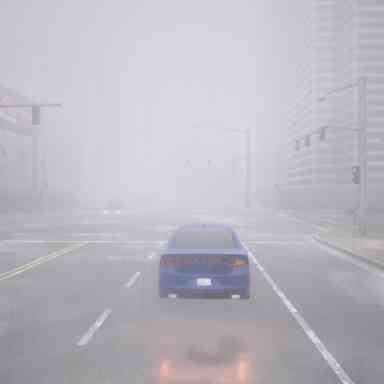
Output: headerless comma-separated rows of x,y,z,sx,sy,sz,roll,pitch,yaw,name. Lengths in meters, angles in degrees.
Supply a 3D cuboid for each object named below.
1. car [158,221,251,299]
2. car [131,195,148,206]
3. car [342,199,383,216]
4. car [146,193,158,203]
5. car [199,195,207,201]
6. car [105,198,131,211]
0.313,1.478,8.497,1.882,1.535,5.008,0,0,2,car
-8.872,1.526,53.673,1.812,1.442,4.674,0,0,2,car
17.242,1.505,32.398,4.892,1.490,1.837,0,0,2,car
-8.336,1.223,67.452,2.150,2.045,5.566,0,0,2,car
2.801,1.524,86.272,1.812,1.442,4.674,0,0,2,car
-9.290,1.505,41.103,1.837,1.490,4.892,0,0,2,car
